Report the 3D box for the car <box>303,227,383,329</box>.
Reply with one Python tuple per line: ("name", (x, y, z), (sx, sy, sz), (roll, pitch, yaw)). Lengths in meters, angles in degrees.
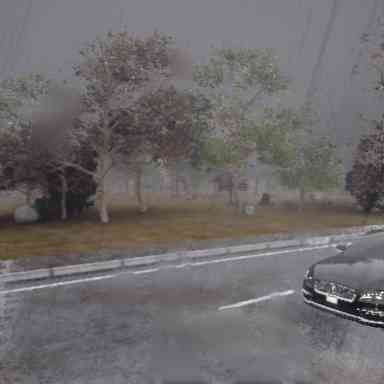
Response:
("car", (4.319, 1.492, 6.682), (4.892, 1.490, 1.837), (0, 0, -32))
